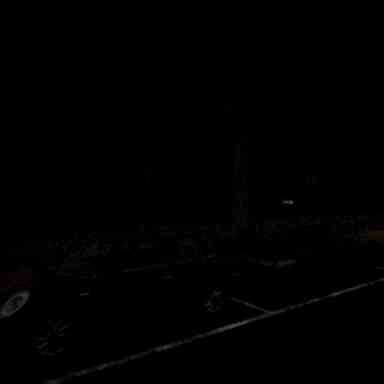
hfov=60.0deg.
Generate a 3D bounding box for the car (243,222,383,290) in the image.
[{"bbox_3d":[3.248,1.594,9.085,4.206,1.307,1.802,0,0,-36],"label":"car"}]

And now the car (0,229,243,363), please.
[{"bbox_3d":[-1.342,1.443,5.807,4.097,1.590,1.967,0,0,-36],"label":"car"}]
